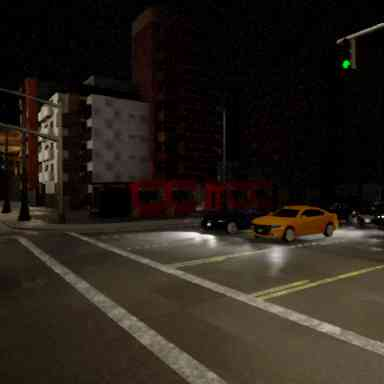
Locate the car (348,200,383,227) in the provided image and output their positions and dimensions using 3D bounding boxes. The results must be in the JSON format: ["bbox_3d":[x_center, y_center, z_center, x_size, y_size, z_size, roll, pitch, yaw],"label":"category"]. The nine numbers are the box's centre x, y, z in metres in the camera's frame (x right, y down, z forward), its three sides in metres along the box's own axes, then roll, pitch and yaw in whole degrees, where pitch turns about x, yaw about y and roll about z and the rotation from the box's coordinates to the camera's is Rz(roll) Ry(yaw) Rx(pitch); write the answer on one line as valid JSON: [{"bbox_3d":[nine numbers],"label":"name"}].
[{"bbox_3d":[12.609,1.475,21.527,4.902,1.511,2.128,0,0,-35],"label":"car"}]

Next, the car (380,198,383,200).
[{"bbox_3d":[18.502,1.256,29.981,5.566,2.045,2.150,0,0,-35],"label":"car"}]

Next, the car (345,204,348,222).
[{"bbox_3d":[9.797,1.469,23.824,4.902,1.511,2.128,0,0,-35],"label":"car"}]

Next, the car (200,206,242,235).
[{"bbox_3d":[2.523,1.517,18.657,4.181,1.385,1.994,0,0,-35],"label":"car"}]

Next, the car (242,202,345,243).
[{"bbox_3d":[5.055,1.437,16.162,5.008,1.535,1.882,0,0,-35],"label":"car"}]
